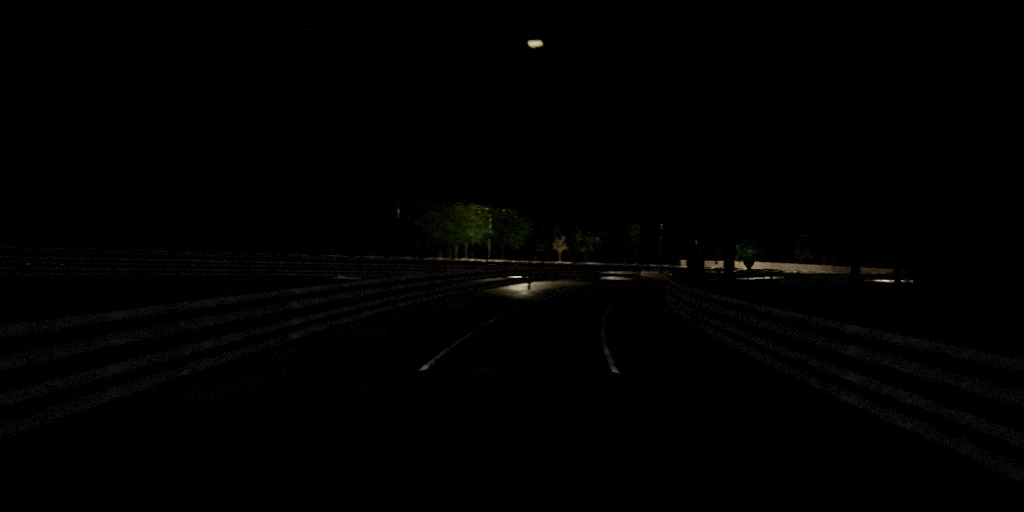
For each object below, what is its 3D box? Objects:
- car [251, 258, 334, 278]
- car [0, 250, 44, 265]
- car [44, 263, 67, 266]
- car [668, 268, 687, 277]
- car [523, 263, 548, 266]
[{"bbox_3d":[-16.026,0.835,26.346,5.357,1.411,2.033,2,0,-30],"label":"car"},{"bbox_3d":[-31.600,0.270,21.144,4.181,1.385,1.994,2,0,-31],"label":"car"},{"bbox_3d":[-33.537,0.231,24.064,4.718,1.301,1.895,2,0,-31],"label":"car"},{"bbox_3d":[22.868,2.308,47.993,4.674,1.442,1.812,2,0,-28],"label":"car"},{"bbox_3d":[2.893,1.509,37.132,4.892,1.490,1.837,2,0,-29],"label":"car"}]
